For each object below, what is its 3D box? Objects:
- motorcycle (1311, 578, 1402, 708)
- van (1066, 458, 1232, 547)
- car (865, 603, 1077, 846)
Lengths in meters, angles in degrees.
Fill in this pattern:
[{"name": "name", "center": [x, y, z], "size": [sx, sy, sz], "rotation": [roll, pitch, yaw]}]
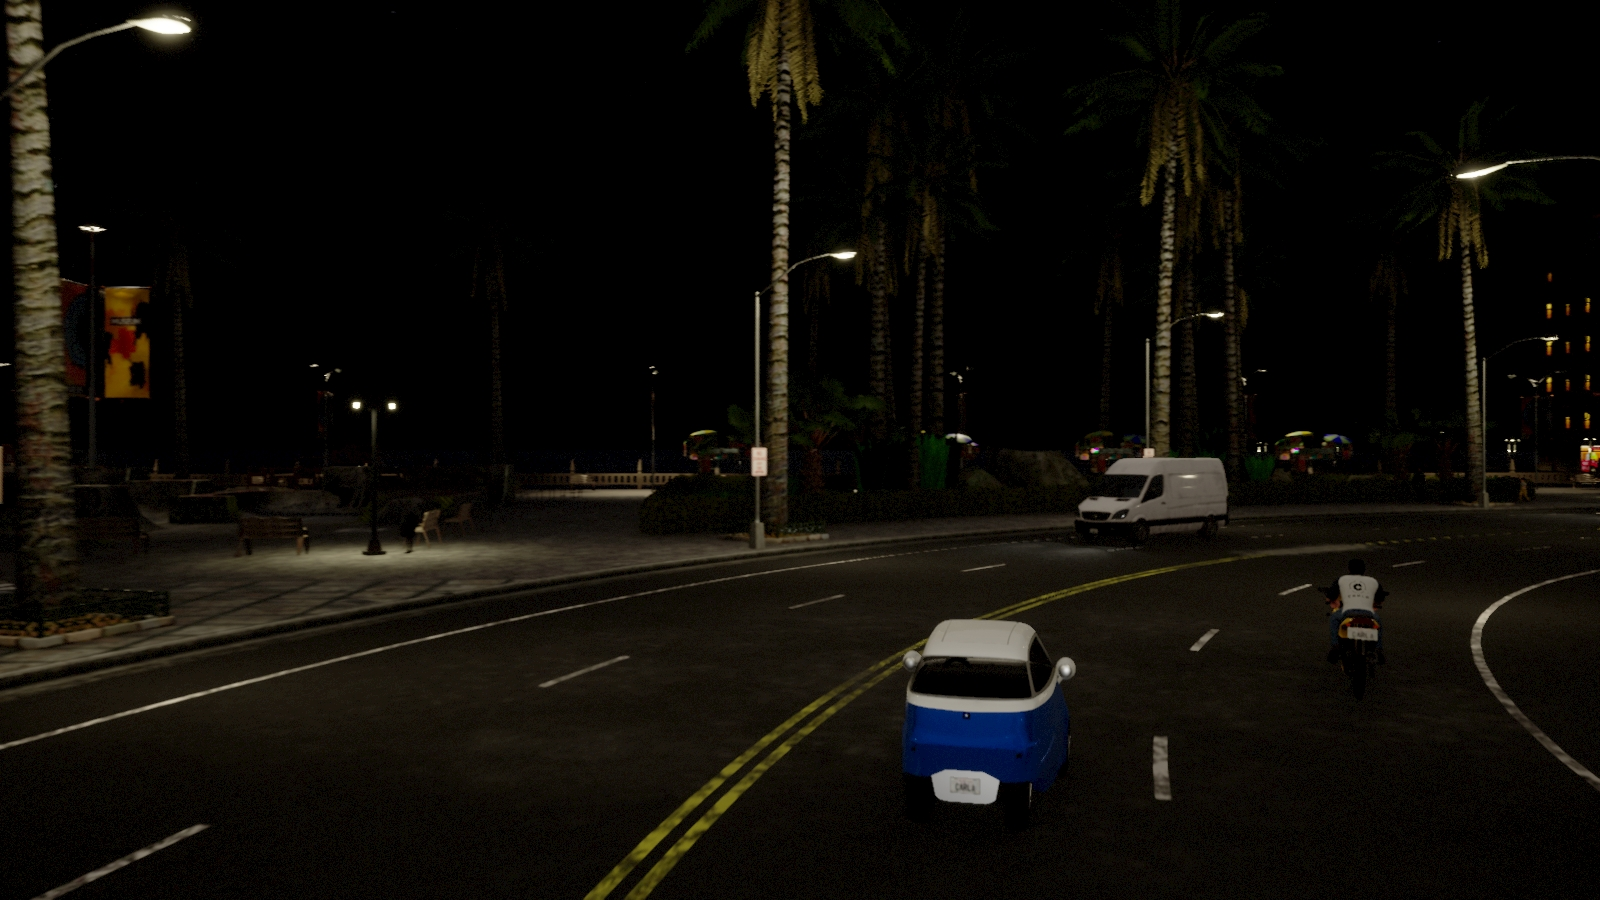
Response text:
[{"name": "motorcycle", "center": [6.517, 2.215, 13.467], "size": [0.803, 1.145, 2.033], "rotation": [2, 1, 22]}, {"name": "van", "center": [11.047, 1.537, 35.905], "size": [5.915, 2.561, 1.988], "rotation": [0, 0, -38]}, {"name": "car", "center": [1.486, 2.120, 9.375], "size": [1.481, 1.376, 2.207], "rotation": [0, 0, 15]}]
